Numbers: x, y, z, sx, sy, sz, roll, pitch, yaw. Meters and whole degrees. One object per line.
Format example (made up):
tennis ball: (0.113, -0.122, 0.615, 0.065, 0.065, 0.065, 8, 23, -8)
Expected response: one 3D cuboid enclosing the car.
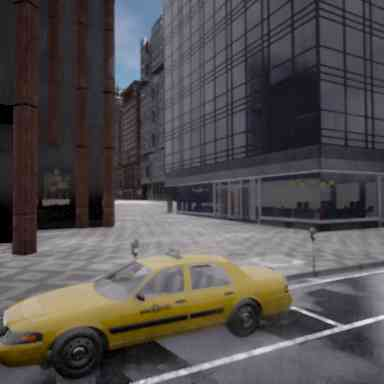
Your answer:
car: (-0.537, 1.673, 5.589, 4.829, 1.417, 1.752, 0, -2, -28)
